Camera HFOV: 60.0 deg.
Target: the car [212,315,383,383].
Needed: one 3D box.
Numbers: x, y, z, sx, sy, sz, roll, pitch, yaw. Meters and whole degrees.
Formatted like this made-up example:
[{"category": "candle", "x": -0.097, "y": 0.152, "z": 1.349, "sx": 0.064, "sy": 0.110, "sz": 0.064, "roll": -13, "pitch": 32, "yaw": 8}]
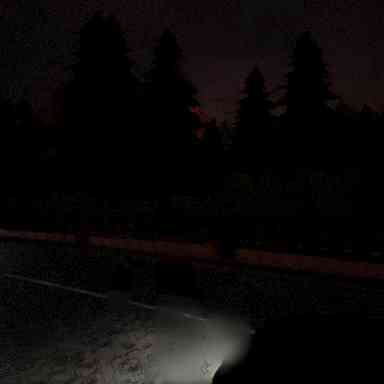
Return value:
[{"category": "car", "x": 2.692, "y": 1.536, "z": 1.942, "sx": 5.357, "sy": 1.411, "sz": 2.033, "roll": 0, "pitch": 0, "yaw": 35}]
